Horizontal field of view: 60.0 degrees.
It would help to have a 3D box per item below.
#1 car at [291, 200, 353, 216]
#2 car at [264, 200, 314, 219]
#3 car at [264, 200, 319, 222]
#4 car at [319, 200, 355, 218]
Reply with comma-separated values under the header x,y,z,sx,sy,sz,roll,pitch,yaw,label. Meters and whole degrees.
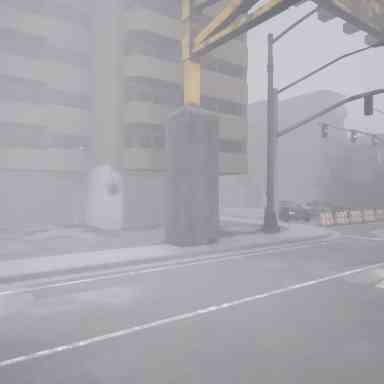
x,y,z,sx,sy,sz,roll,pitch,yaw,label
10.962,1.295,28.162,4.536,1.218,1.853,0,0,34,car
7.429,1.295,26.020,1.853,1.218,4.536,0,0,-11,car
7.439,1.453,25.969,2.038,1.542,4.974,0,0,-11,car
11.006,1.453,28.134,4.974,1.542,2.038,0,0,34,car
